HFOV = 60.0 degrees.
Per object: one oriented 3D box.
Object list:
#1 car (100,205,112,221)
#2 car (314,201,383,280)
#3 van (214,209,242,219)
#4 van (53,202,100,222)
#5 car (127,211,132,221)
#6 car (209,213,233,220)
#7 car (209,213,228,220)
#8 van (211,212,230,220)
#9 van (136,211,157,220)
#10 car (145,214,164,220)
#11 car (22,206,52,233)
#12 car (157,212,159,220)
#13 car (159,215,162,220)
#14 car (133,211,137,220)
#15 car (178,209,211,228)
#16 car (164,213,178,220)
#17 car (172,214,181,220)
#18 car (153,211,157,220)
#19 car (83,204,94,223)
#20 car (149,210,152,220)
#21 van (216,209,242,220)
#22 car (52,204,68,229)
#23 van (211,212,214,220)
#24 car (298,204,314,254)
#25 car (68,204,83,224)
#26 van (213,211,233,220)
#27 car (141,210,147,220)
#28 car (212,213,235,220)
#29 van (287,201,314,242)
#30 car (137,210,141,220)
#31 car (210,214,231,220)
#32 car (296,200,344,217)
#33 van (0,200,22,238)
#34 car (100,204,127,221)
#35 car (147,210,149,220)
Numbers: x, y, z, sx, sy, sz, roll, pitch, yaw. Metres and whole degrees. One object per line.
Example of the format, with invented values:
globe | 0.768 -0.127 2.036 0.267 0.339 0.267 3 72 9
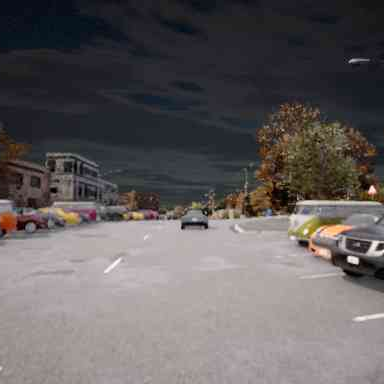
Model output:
car | -11.236 2.380 34.609 4.892 1.521 2.231 0 -3 -19
car | 6.391 1.295 8.765 5.566 2.045 2.435 1 0 -20
van | 6.810 4.140 60.518 4.442 1.987 1.878 2 -4 -19
van | -11.384 1.980 31.665 4.442 1.987 1.878 0 -3 -20
car | -10.972 3.015 43.452 5.366 1.575 1.946 1 -5 -19
car | 7.056 6.012 81.022 5.366 1.575 1.946 2 -5 -19
car | 7.383 6.869 92.820 4.553 1.767 2.185 2 -5 -19
van | 7.429 6.287 87.014 4.442 1.987 1.878 2 -5 -19
van | -10.737 5.576 78.451 4.442 1.987 1.878 1 -5 -19
car | -10.409 7.013 93.091 4.892 1.521 2.231 1 -5 -19
car | -11.367 1.713 20.004 5.008 1.535 2.097 0 -2 -20
car | -10.642 5.439 75.569 4.553 1.767 2.185 1 -5 -19
car | -10.574 6.042 81.398 5.008 1.535 2.097 1 -5 -19
car | -11.095 3.504 49.226 4.792 1.488 2.163 1 -4 -19
car | 0.199 1.979 25.279 1.994 1.385 4.181 0 -2 0
car | -4.310 5.324 71.880 2.033 1.411 5.357 0 -5 1
car | -4.068 6.628 87.660 1.994 1.385 4.181 0 -5 1
car | -10.788 4.842 69.713 5.566 2.045 2.435 1 -5 -19
car | -11.305 2.055 28.773 4.892 1.521 2.231 0 -3 -20
car | -10.840 4.627 63.857 4.892 1.521 2.231 1 -5 -19
van | 7.073 4.383 63.538 4.442 1.987 1.878 2 -5 -19
car | -11.348 1.807 22.929 4.892 1.521 2.231 0 -2 -20
van | 6.991 5.077 72.256 4.442 1.987 1.878 2 -5 -19
car | 6.450 1.450 11.784 4.553 1.767 2.185 1 -1 -20
car | -11.494 1.916 25.784 5.366 1.575 1.946 0 -2 -20
van | 7.298 5.563 78.209 4.442 1.987 1.878 2 -5 -19
car | -11.112 4.158 57.947 5.366 1.575 1.946 1 -4 -19
car | 7.137 5.583 75.216 4.674 1.452 2.002 2 -5 -19
van | 6.318 1.386 14.728 4.442 1.987 1.878 1 -1 -20
car | -11.202 3.699 52.105 5.366 1.575 1.946 1 -4 -19
car | 7.267 6.265 84.018 4.892 1.521 2.231 2 -5 -19
car | 14.414 1.874 37.576 4.553 1.767 2.097 -1 -3 -16
van | -11.488 1.415 17.039 4.442 1.987 1.878 0 -1 -20
car | -11.160 2.538 40.492 5.566 2.045 2.435 1 -5 -19
car | -10.860 4.424 60.937 4.792 1.488 2.163 1 -5 -19
